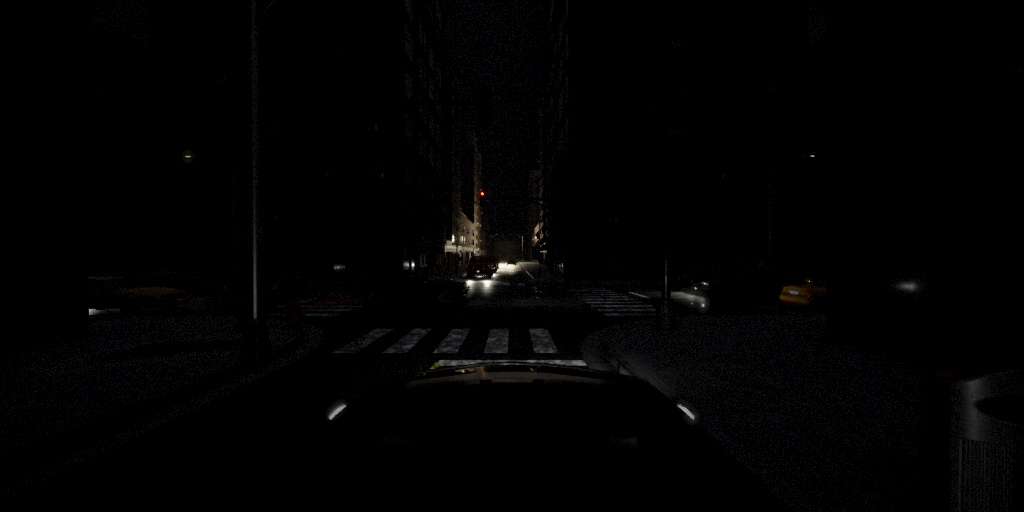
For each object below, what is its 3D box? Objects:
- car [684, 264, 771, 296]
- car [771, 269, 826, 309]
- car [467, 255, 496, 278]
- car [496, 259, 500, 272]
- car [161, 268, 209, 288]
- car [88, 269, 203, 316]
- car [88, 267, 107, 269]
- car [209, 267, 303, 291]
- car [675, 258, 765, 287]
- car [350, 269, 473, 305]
[{"bbox_3d":[12.134,1.277,18.382,5.357,1.411,2.033,0,0,3],"label":"car"},{"bbox_3d":[12.480,1.280,12.933,4.829,1.417,1.751,0,0,0],"label":"car"},{"bbox_3d":[-2.911,0.963,33.524,2.150,2.045,5.566,0,0,0],"label":"car"},{"bbox_3d":[-2.929,0.956,43.913,2.150,2.045,5.566,0,0,0],"label":"car"},{"bbox_3d":[-19.982,1.327,20.939,4.207,1.307,1.802,0,0,0],"label":"car"},{"bbox_3d":[-14.403,1.304,12.917,4.829,1.417,1.751,0,0,0],"label":"car"},{"bbox_3d":[-19.720,1.248,15.448,5.008,1.535,1.882,0,0,0],"label":"car"},{"bbox_3d":[-14.569,1.307,20.942,4.313,1.339,1.948,0,0,0],"label":"car"},{"bbox_3d":[12.314,1.032,20.958,5.009,1.841,2.192,0,0,0],"label":"car"},{"bbox_3d":[-4.252,1.356,15.457,4.718,1.301,1.895,0,0,0],"label":"car"}]
